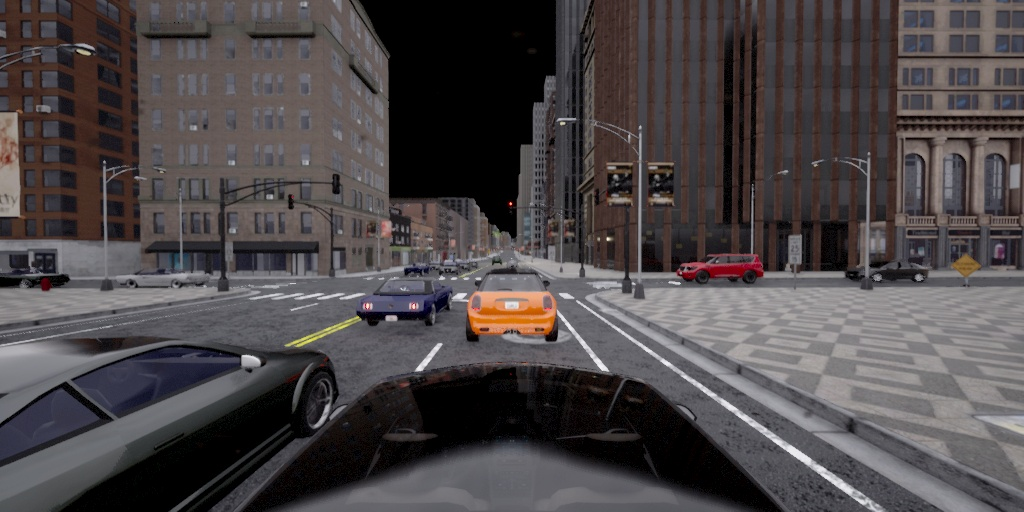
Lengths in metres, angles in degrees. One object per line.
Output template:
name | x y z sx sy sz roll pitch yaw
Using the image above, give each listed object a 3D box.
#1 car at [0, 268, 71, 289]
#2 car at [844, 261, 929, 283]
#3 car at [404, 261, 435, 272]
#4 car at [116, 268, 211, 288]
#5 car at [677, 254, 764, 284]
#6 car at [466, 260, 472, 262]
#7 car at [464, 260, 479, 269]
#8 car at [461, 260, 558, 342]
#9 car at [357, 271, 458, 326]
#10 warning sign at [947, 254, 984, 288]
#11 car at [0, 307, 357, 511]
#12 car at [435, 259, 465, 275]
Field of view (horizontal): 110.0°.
car | -32.415 1.467 23.663 4.718 1.301 1.895 0 1 0
car | 26.747 1.101 25.683 4.892 1.490 1.837 0 1 0
car | -9.862 1.349 37.637 1.895 1.301 4.718 0 0 0
car | -22.761 1.435 23.584 4.718 1.301 1.895 0 1 1
car | 14.832 0.864 25.633 5.566 2.045 2.150 0 1 0
car | -6.613 1.315 48.804 1.994 1.385 4.181 0 0 0
car | -6.599 1.315 58.824 1.994 1.385 4.181 0 0 0
car | 0.007 1.097 9.959 2.097 1.767 4.553 0 0 0
car | -3.152 1.345 11.610 1.895 1.301 4.718 0 0 0
warning sign | 25.172 0.818 19.872 1.060 1.860 1.300 0 0 0
car | -3.158 1.313 2.790 1.994 1.385 4.181 0 0 1
car | -6.611 1.312 38.845 1.994 1.385 4.181 0 0 0
